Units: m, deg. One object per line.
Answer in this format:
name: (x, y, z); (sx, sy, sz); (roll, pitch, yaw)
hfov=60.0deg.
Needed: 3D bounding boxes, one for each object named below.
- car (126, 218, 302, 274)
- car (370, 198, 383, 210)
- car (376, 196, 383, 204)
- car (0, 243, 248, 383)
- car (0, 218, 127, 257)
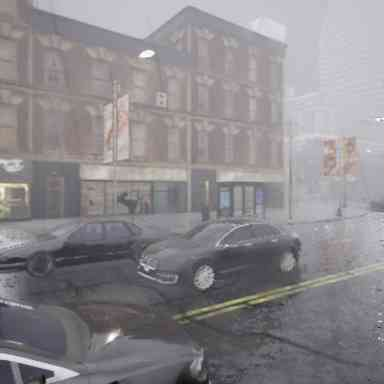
car: (0.943, 1.501, 8.975); (4.892, 1.490, 1.837); (0, 0, -36)
car: (24.784, 1.521, 42.743); (2.033, 1.411, 5.357); (0, 0, 7)
car: (36.825, 1.481, 61.762); (2.002, 1.452, 4.674); (0, 0, -16)
car: (-2.066, 1.492, 2.271); (4.902, 1.511, 2.128); (0, 0, -35)
car: (-3.123, 1.546, 10.362); (5.357, 1.411, 2.033); (0, 0, -35)
